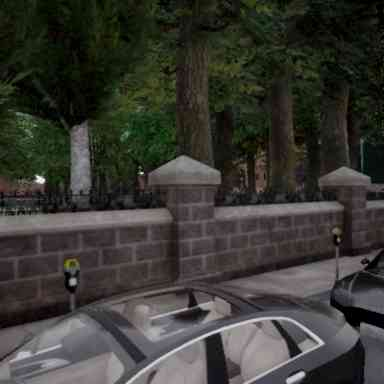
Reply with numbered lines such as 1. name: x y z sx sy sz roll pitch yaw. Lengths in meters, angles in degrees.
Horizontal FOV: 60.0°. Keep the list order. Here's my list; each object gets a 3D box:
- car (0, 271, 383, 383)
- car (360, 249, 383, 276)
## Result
1. car: -0.376 1.546 2.549 4.403 1.369 2.008 0 0 -35
2. car: 4.256 1.535 5.852 4.313 1.339 1.947 0 0 -35
